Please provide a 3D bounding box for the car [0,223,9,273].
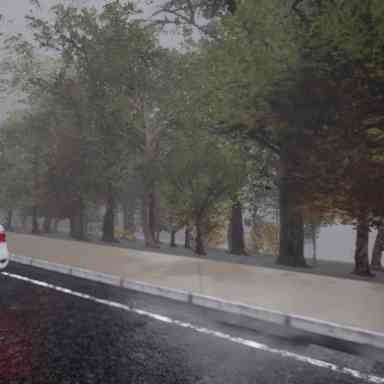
[{"bbox_3d":[-7.001,1.238,8.679,5.566,2.045,2.150,0,0,36],"label":"car"}]
